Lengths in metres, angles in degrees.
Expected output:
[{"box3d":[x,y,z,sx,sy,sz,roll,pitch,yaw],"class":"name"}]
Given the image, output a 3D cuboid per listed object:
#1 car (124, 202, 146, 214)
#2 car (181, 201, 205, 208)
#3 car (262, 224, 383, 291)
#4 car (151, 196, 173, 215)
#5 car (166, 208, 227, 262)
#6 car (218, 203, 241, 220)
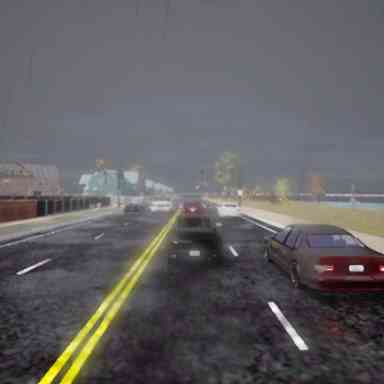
[{"box3d":[-6.603,1.832,38.554,1.895,1.301,4.718,0,0,0],"class":"car"},{"box3d":[0.082,1.522,28.952,2.097,1.767,4.553,0,0,0],"class":"car"},{"box3d":[3.331,1.600,9.236,2.033,1.411,5.357,0,0,0],"class":"car"},{"box3d":[-3.355,1.449,38.037,2.150,2.045,5.566,0,0,0],"class":"car"},{"box3d":[0.085,1.576,12.297,1.837,1.490,4.892,0,0,0],"class":"car"},{"box3d":[3.335,1.703,30.098,1.812,1.442,4.674,0,0,0],"class":"car"}]
